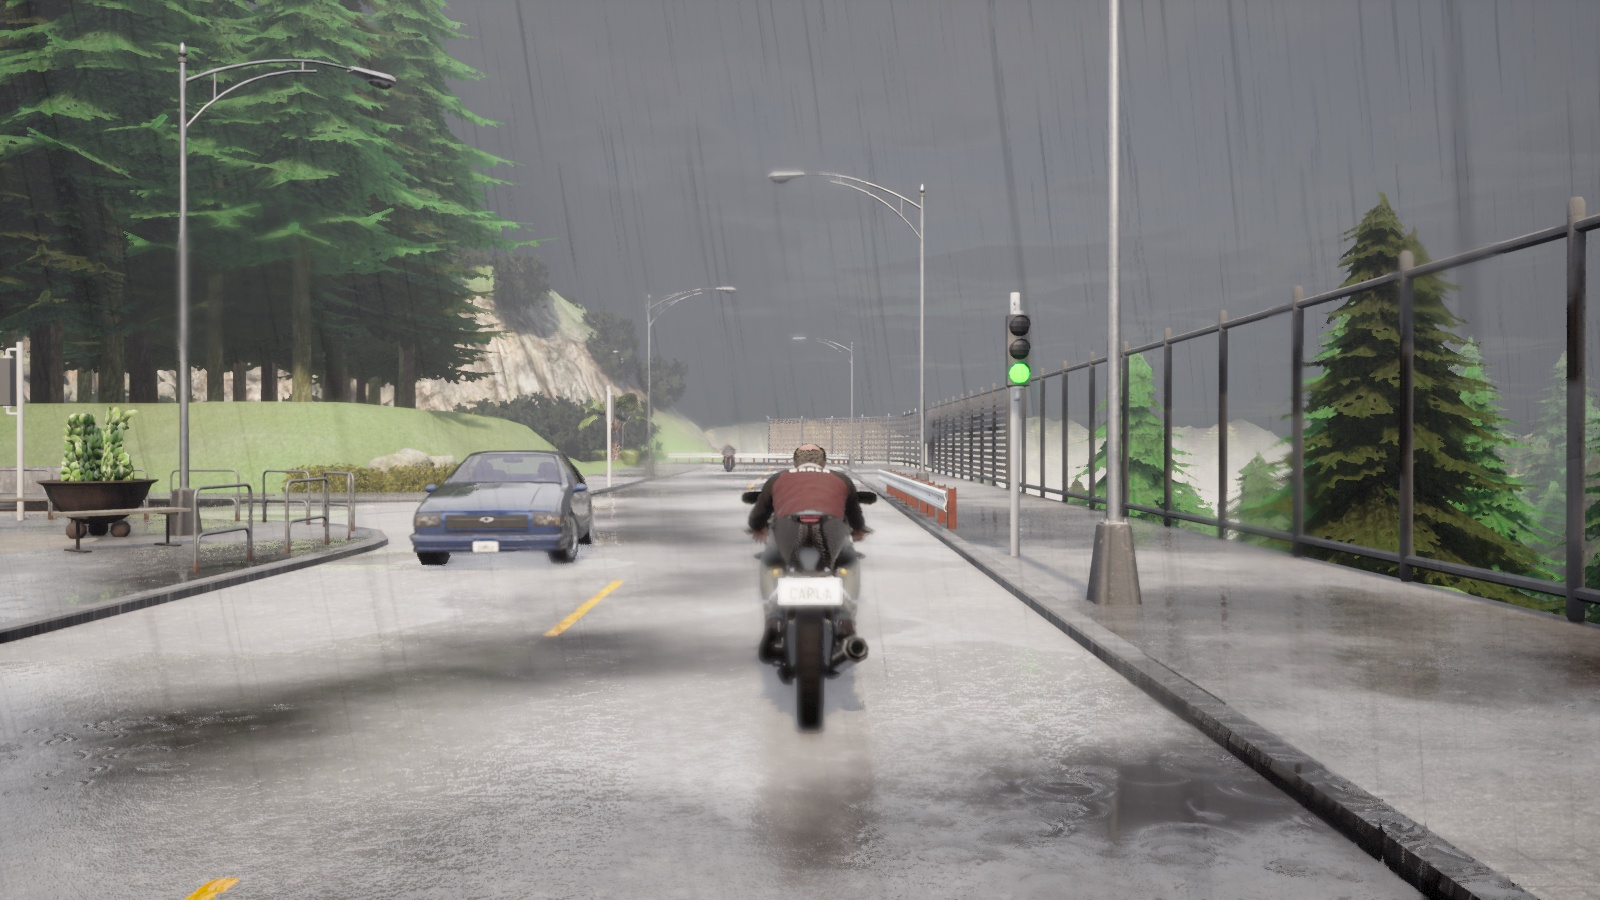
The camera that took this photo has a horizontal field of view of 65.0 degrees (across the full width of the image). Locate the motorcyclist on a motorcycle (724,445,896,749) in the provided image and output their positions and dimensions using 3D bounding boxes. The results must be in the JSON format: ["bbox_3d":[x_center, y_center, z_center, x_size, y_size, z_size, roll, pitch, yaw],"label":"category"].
[{"bbox_3d":[0.057,0.739,7.427,0.866,1.530,2.191,0,0,0],"label":"motorcyclist on a motorcycle"}]

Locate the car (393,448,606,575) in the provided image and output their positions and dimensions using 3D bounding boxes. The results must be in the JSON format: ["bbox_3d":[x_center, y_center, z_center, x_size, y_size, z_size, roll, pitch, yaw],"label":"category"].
[{"bbox_3d":[-3.834,0.695,16.996,2.033,1.411,5.357,0,0,-5],"label":"car"}]

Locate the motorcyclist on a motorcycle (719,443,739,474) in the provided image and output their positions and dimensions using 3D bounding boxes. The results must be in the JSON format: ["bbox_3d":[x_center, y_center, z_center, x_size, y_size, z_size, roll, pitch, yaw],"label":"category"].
[{"bbox_3d":[-3.620,0.417,64.028,0.866,1.530,2.191,0,0,1],"label":"motorcyclist on a motorcycle"}]
